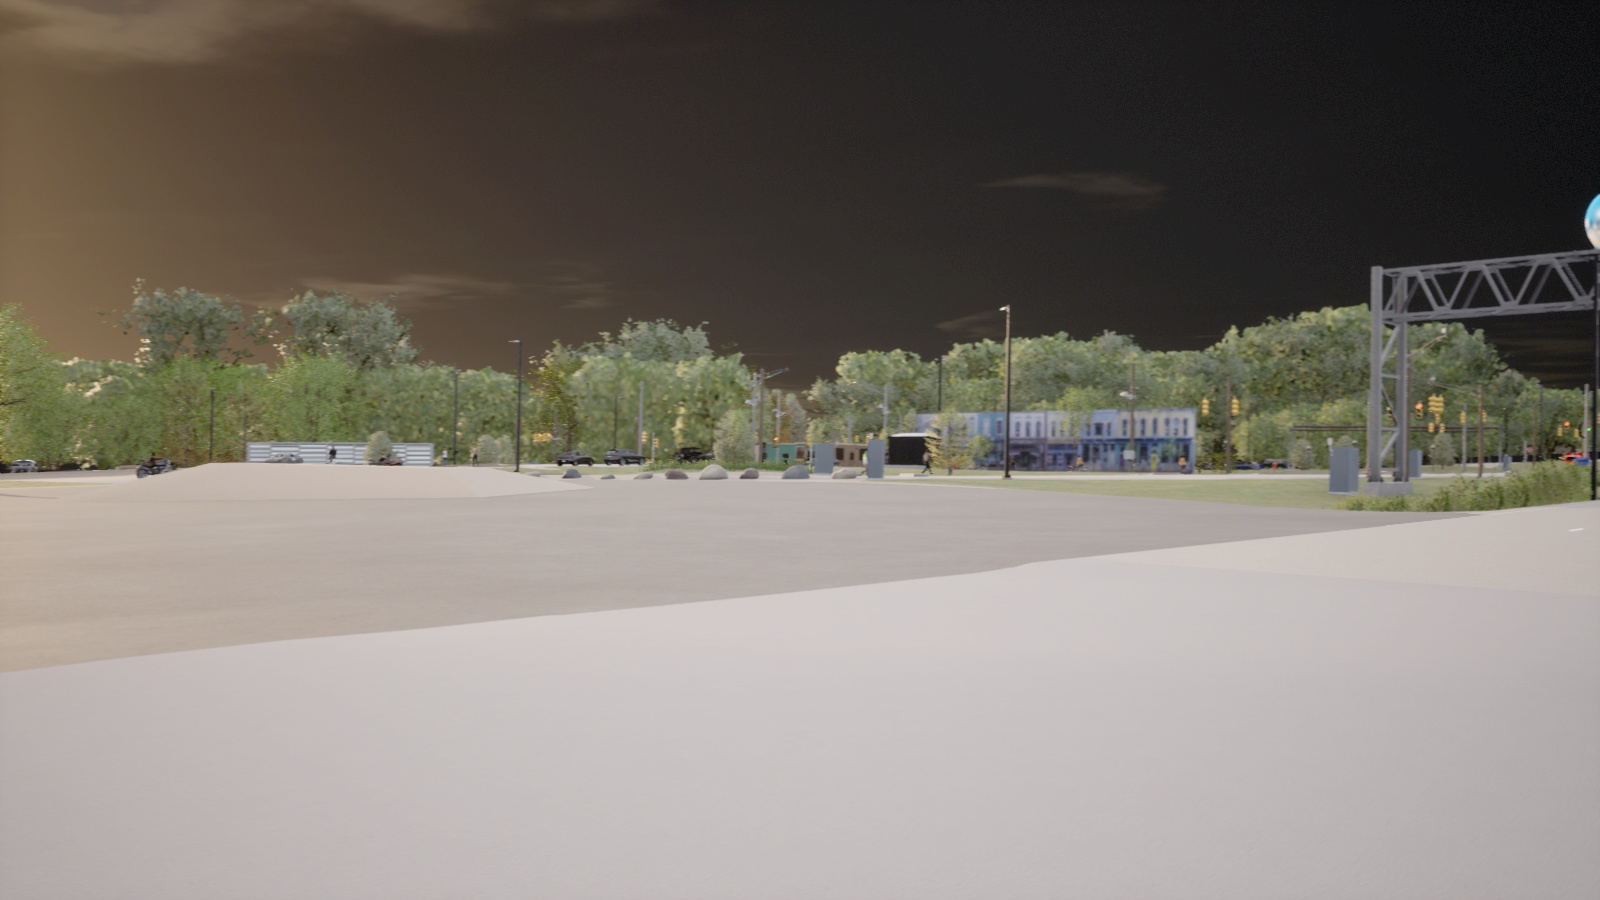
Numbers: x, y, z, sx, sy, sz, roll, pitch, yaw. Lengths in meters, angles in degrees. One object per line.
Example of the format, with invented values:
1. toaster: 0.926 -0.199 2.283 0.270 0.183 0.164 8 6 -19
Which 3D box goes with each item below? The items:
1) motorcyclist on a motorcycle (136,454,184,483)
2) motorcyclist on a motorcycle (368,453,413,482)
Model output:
1. motorcyclist on a motorcycle: -37.814 1.078 74.223 2.350 1.649 0.766 -1 0 -39
2. motorcyclist on a motorcycle: -22.960 0.997 70.453 2.191 1.530 0.866 -2 1 1
